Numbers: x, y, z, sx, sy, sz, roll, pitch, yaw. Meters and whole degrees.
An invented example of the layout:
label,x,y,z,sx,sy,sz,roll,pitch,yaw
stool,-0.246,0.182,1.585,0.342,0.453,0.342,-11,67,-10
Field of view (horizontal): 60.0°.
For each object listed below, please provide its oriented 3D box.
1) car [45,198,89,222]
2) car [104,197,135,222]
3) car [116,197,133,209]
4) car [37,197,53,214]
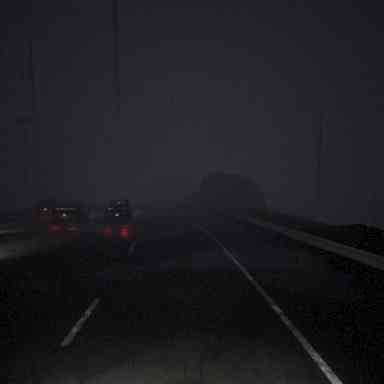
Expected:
label,x,y,z,sx,sy,sz,roll,pitch,yaw
car,-8.885,1.335,24.679,2.128,1.511,4.902,0,0,-8
car,-5.383,1.328,24.833,2.128,1.511,4.902,0,0,-8
car,-8.463,1.329,41.408,1.895,1.301,4.718,0,0,-13
car,-13.765,1.301,32.614,1.837,1.490,4.892,0,0,-10
